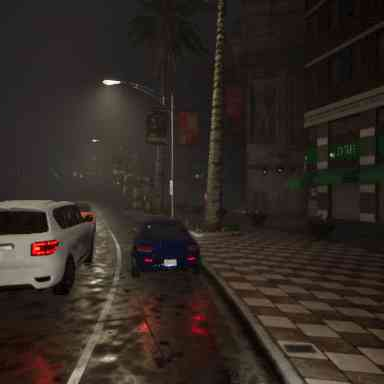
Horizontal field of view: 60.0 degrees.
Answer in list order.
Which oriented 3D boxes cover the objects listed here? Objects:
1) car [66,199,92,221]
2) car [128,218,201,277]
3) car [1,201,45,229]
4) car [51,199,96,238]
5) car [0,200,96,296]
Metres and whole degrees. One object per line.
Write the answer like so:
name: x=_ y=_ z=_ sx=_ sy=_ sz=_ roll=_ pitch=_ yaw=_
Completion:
car: x=-9.500 y=1.469 z=28.134 sx=1.882 sy=1.535 sz=5.008 roll=0 pitch=0 yaw=-18
car: x=-0.947 y=1.524 z=10.194 sx=1.812 sy=1.442 sz=4.674 roll=0 pitch=0 yaw=-11
car: x=-11.358 y=1.467 z=22.728 sx=1.882 sy=1.535 sz=5.008 roll=0 pitch=0 yaw=-17
car: x=-6.507 y=1.347 z=18.679 sx=2.097 sy=1.767 sz=4.553 roll=0 pitch=0 yaw=-16
car: x=-3.939 y=1.219 z=8.629 sx=2.150 sy=2.045 sz=5.566 roll=0 pitch=0 yaw=-8
